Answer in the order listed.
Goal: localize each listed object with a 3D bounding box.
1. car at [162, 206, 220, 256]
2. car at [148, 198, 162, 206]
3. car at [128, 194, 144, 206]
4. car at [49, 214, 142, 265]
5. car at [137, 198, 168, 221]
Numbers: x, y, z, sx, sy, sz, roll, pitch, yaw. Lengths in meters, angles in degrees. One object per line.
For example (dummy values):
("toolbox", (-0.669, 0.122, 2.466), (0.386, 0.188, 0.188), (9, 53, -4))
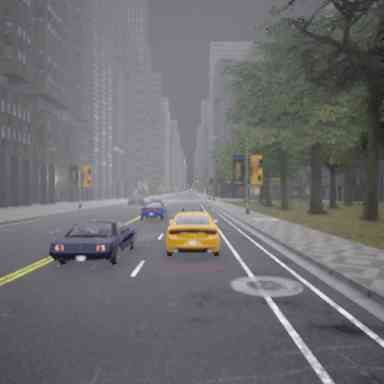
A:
("car", (0.054, 1.543, 13.443), (1.882, 1.535, 5.008), (0, 0, 1))
("car", (-6.530, 1.764, 58.556), (1.895, 1.301, 4.718), (0, 0, 1))
("car", (-9.776, 1.383, 58.481), (2.150, 2.045, 5.566), (0, 0, 1))
("car", (-3.210, 1.660, 11.894), (1.895, 1.301, 4.718), (0, 0, 1))
("car", (-3.191, 1.581, 28.713), (1.882, 1.535, 5.008), (0, 0, 1))
